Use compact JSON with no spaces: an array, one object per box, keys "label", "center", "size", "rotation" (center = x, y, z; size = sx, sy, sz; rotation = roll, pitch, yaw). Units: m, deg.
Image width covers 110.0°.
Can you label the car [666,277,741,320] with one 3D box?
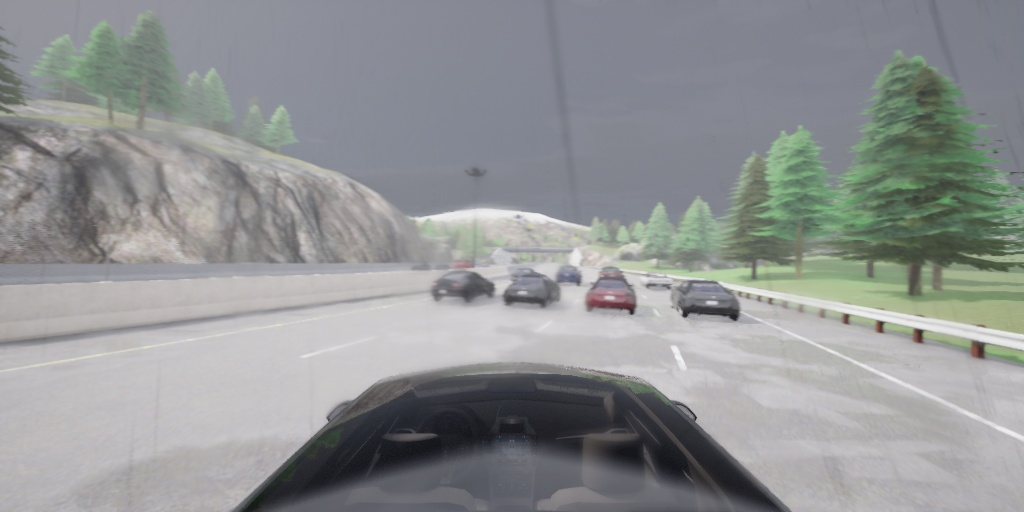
[{"label":"car","center":[7.686,1.662,14.604],"size":[1.994,1.385,4.181],"rotation":[1,-1,18]}]

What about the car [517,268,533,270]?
[{"label":"car","center":[1.193,1.730,30.524],"size":[2.033,1.411,5.357],"rotation":[1,-1,14]}]

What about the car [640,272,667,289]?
[{"label":"car","center":[11.727,1.994,29.463],"size":[1.895,1.301,4.718],"rotation":[1,-1,13]}]

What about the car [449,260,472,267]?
[{"label":"car","center":[-8.154,1.607,59.151],"size":[2.150,2.045,5.566],"rotation":[1,-1,7]}]

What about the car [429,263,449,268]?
[{"label":"car","center":[-11.635,1.881,59.576],"size":[1.994,1.385,4.181],"rotation":[1,-1,7]}]

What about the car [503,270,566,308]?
[{"label":"car","center":[1.072,1.552,16.896],"size":[1.994,1.385,4.181],"rotation":[1,-1,18]}]

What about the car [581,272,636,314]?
[{"label":"car","center":[4.360,1.606,15.693],"size":[1.994,1.385,4.181],"rotation":[1,-1,18]}]

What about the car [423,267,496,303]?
[{"label":"car","center":[-2.311,1.454,17.790],"size":[1.812,1.442,4.674],"rotation":[1,-1,18]}]

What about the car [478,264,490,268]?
[{"label":"car","center":[-4.678,1.983,58.894],"size":[1.812,1.442,4.674],"rotation":[1,-1,7]}]

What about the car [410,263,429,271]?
[{"label":"car","center":[-15.100,1.795,59.861],"size":[2.033,1.411,5.357],"rotation":[1,-1,7]}]

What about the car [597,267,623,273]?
[{"label":"car","center":[8.459,1.694,30.840],"size":[2.097,1.767,4.553],"rotation":[1,-1,13]}]

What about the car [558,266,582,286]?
[{"label":"car","center":[5.068,1.634,31.702],"size":[2.097,1.767,4.553],"rotation":[1,-1,13]}]
